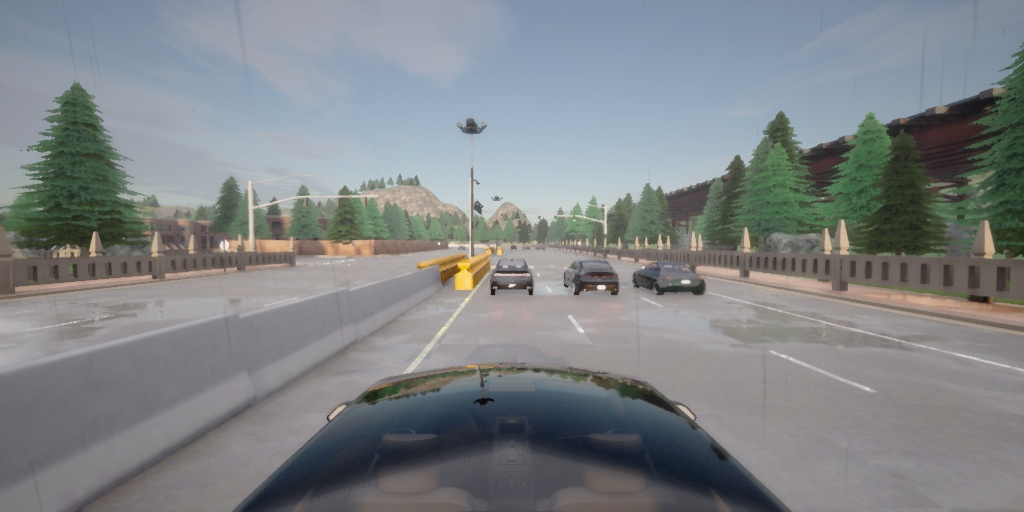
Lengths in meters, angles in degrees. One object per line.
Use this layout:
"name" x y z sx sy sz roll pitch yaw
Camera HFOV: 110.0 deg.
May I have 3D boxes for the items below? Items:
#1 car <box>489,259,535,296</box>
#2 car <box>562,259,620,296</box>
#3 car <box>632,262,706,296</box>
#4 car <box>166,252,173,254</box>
"car" 0.007 0.864 16.462 2.128 1.511 4.902 0 2 0
"car" 3.507 0.887 16.444 1.837 1.490 4.892 0 2 0
"car" 7.007 0.943 16.427 1.994 1.385 4.181 0 2 0
"car" -44.339 -0.176 44.183 4.902 1.511 2.128 0 2 0
